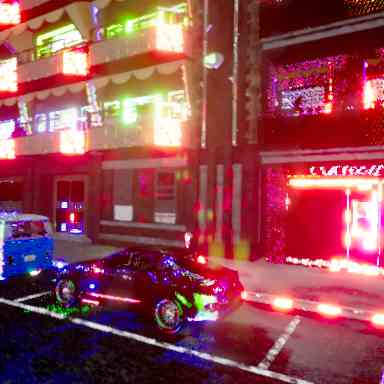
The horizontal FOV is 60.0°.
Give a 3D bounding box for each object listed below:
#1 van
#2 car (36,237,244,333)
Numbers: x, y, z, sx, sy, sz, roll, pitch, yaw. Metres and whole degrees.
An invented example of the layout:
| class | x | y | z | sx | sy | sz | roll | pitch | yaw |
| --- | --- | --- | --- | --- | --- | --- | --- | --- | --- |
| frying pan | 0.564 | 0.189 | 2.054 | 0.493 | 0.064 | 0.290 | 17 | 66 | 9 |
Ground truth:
| class | x | y | z | sx | sy | sz | roll | pitch | yaw |
| --- | --- | --- | --- | --- | --- | --- | --- | --- | --- |
| van | -5.844 | 1.483 | 9.616 | 3.998 | 1.788 | 1.690 | 0 | -2 | 29 |
| car | -1.023 | 1.751 | 6.906 | 4.206 | 1.307 | 1.802 | 0 | -2 | 29 |
